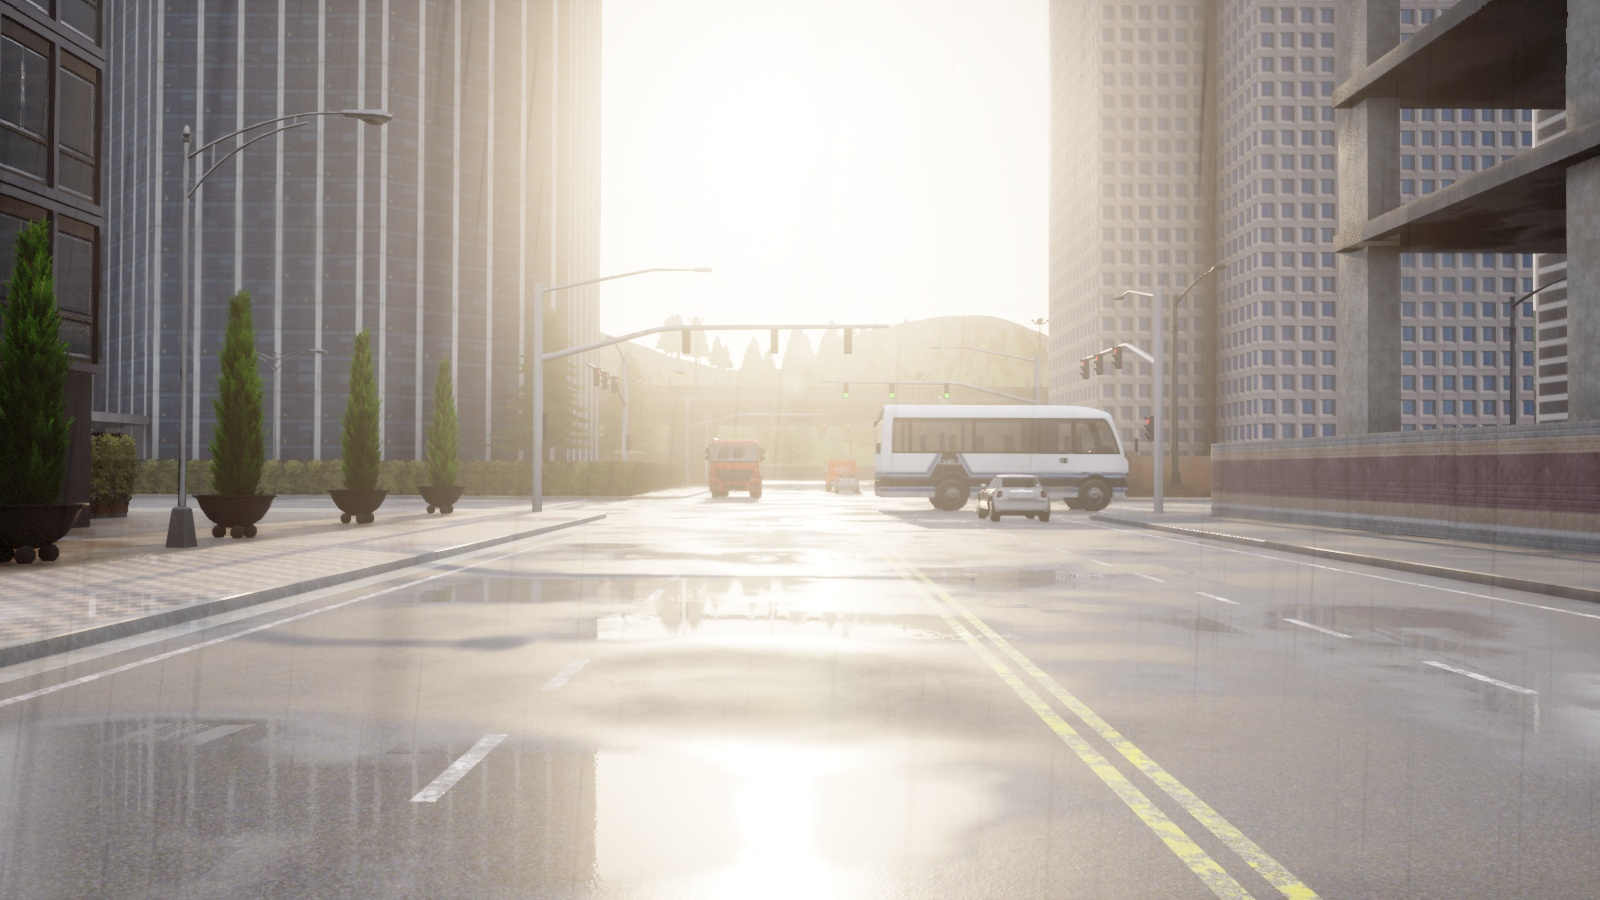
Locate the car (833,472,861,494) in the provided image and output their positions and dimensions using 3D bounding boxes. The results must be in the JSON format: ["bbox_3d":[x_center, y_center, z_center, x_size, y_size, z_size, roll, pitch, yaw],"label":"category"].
[{"bbox_3d":[3.276,2.289,88.067,1.845,1.501,3.633,0,-1,0],"label":"car"}]

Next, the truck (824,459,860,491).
[{"bbox_3d":[3.248,1.956,97.989,2.627,2.467,5.204,0,-1,0],"label":"truck"}]

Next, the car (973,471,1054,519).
[{"bbox_3d":[6.896,1.438,40.908,1.970,1.475,3.806,0,-1,0],"label":"car"}]

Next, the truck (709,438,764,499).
[{"bbox_3d":[-3.695,1.100,74.778,2.891,3.462,7.936,0,-1,0],"label":"truck"}]

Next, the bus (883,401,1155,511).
[{"bbox_3d":[8.660,0.255,50.866,10.273,4.253,3.944,0,-1,-1],"label":"bus"}]
